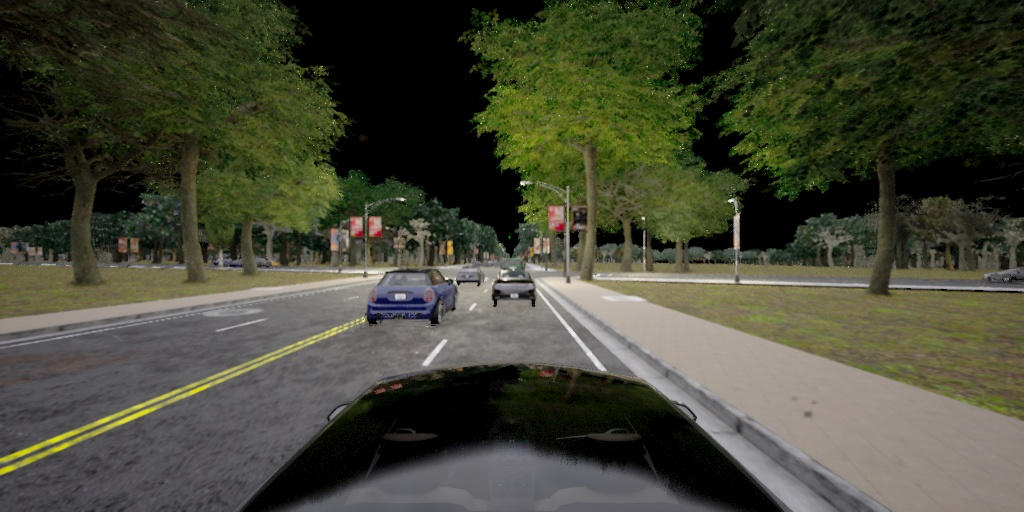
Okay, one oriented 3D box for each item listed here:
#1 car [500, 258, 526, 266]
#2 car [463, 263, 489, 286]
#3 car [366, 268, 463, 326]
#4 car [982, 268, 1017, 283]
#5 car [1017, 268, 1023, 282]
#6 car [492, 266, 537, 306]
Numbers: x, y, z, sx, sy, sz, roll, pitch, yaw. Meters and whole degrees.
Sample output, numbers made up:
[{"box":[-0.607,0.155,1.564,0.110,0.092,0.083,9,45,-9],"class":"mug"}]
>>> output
[{"box":[0.089,1.235,31.762,2.150,2.045,5.566,0,-1,0],"class":"car"},{"box":[-3.158,1.527,27.802,2.033,1.411,5.357,0,-1,0],"class":"car"},{"box":[-3.153,1.192,12.251,2.097,1.767,4.553,0,-1,0],"class":"car"},{"box":[48.723,1.863,34.175,4.902,1.511,2.128,0,0,24],"class":"car"},{"box":[48.430,1.896,30.751,5.357,1.411,2.033,0,0,24],"class":"car"},{"box":[0.095,1.371,16.516,2.128,1.511,4.902,0,0,0],"class":"car"}]
